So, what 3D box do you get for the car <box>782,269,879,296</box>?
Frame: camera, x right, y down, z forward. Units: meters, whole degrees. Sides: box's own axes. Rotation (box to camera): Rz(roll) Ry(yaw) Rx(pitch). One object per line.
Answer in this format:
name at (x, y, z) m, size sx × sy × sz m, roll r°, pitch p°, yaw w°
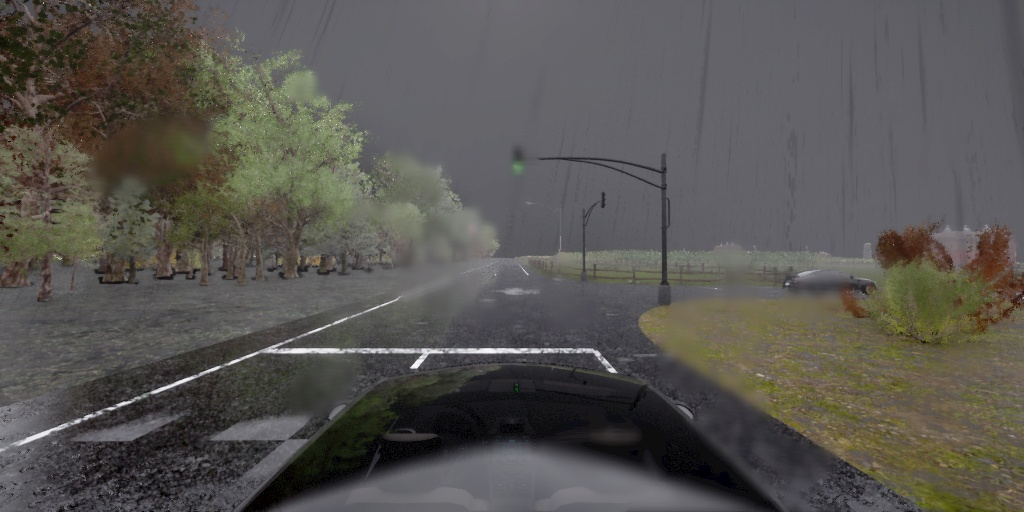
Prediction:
car at (18.299, 1.474, 20.738) m, size 4.674 × 1.442 × 1.812 m, roll 1°, pitch -1°, yaw 0°
